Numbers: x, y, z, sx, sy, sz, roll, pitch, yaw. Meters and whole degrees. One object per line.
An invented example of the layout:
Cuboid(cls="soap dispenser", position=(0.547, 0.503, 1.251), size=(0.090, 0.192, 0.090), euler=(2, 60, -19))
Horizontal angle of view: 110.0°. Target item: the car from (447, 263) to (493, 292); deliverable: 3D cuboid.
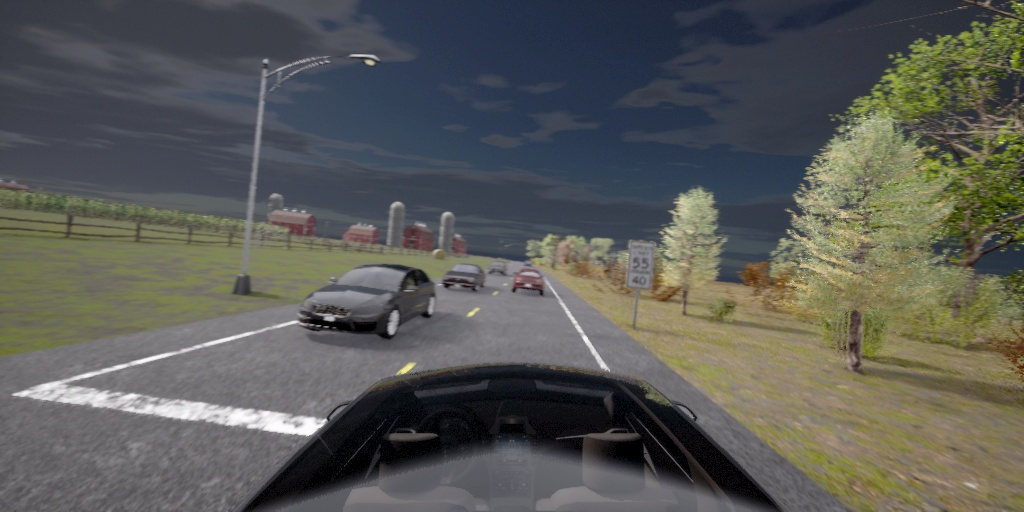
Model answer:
Cuboid(cls="car", position=(-2.621, 1.169, 20.998), size=(2.033, 1.411, 5.357), euler=(6, 0, 3))

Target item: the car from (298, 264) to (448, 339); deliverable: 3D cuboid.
Cuboid(cls="car", position=(-3.310, 0.978, 9.257), size=(1.837, 1.490, 4.892), euler=(6, 0, 4))

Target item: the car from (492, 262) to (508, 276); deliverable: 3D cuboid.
Cuboid(cls="car", position=(-1.529, 1.371, 40.018), size=(1.837, 1.490, 4.892), euler=(6, -1, 4))

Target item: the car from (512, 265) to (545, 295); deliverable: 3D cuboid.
Cuboid(cls="car", position=(1.059, 1.522, 22.563), size=(1.812, 1.442, 4.674), euler=(6, 0, 3))
